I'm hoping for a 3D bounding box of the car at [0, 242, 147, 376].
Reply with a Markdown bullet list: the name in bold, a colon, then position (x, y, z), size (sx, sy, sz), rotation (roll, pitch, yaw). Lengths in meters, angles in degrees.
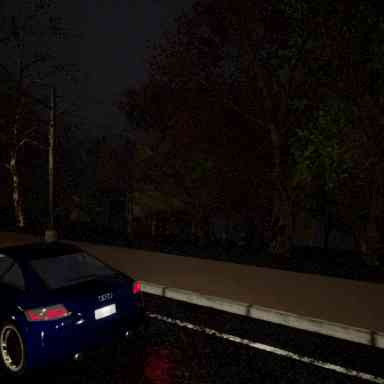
- **car**: position (-2.763, 1.563, 5.638), size (4.181, 1.385, 1.994), rotation (0, 0, 37)
